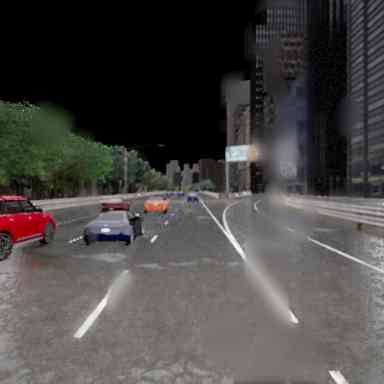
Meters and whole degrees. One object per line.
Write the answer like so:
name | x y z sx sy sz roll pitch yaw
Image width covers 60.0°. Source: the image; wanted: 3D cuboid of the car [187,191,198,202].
car | 0.161 1.035 61.597 1.882 1.535 5.008 0 1 0

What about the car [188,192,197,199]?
car | 0.069 0.887 81.841 2.128 1.511 4.902 0 1 0

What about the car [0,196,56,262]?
car | -6.888 1.131 11.875 2.150 2.045 5.566 0 0 0

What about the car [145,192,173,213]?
car | -3.375 1.130 32.961 2.097 1.767 4.553 0 0 0

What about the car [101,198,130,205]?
car | -6.879 1.272 30.506 1.882 1.535 5.008 0 0 0

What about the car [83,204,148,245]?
car | -3.393 1.462 15.068 1.994 1.385 4.181 0 0 0
